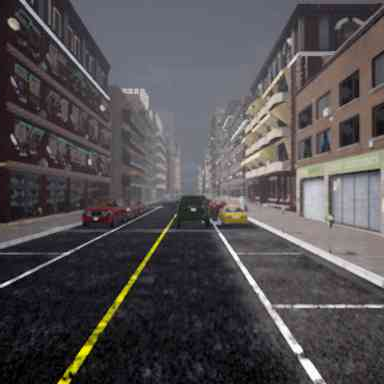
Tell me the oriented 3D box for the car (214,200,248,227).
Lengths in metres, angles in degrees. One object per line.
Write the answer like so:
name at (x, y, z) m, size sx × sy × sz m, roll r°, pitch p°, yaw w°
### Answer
car at (2.675, 1.478, 22.405) m, size 1.752 × 1.417 × 4.829 m, roll 0°, pitch 0°, yaw 0°

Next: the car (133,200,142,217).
car at (-5.709, 1.380, 27.869) m, size 1.967 × 1.590 × 4.097 m, roll 0°, pitch 0°, yaw 0°

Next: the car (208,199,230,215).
car at (2.667, 1.473, 33.508) m, size 1.887 × 1.381 × 4.507 m, roll 0°, pitch 0°, yaw 0°

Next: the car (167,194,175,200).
car at (-5.753, 1.343, 89.868) m, size 1.887 × 1.381 × 4.507 m, roll 0°, pitch 0°, yaw 0°

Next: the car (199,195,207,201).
car at (2.637, 1.350, 78.767) m, size 1.752 × 1.417 × 4.829 m, roll 0°, pitch 0°, yaw 0°

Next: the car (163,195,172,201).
car at (-5.745, 1.375, 78.595) m, size 2.008 × 1.369 × 4.403 m, roll 0°, pitch 0°, yaw 0°

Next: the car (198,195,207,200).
car at (2.632, 1.378, 84.233) m, size 1.947 × 1.339 × 4.313 m, roll 0°, pitch 0°, yaw 0°

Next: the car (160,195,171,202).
car at (-5.741, 1.389, 72.958) m, size 2.008 × 1.369 × 4.403 m, roll 0°, pitch 0°, yaw 0°

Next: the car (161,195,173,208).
car at (-3.033, 1.502, 45.524) m, size 1.895 × 1.301 × 4.718 m, roll 0°, pitch 0°, yaw 0°

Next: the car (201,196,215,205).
car at (2.652, 1.428, 56.052) m, size 2.008 × 1.369 × 4.403 m, roll 0°, pitch 0°, yaw 0°

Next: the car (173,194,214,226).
car at (0.082, 1.173, 22.998) m, size 2.150 × 2.045 × 5.566 m, roll 0°, pitch 0°, yaw 0°

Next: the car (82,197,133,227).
car at (-5.704, 1.267, 22.233) m, size 2.192 × 1.841 × 5.009 m, roll 0°, pitch 0°, yaw 0°

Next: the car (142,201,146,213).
car at (-5.713, 1.472, 33.506) m, size 1.887 × 1.381 × 4.507 m, roll 0°, pitch 0°, yaw 0°

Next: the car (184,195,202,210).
car at (0.070, 1.263, 41.163) m, size 2.097 × 1.767 × 4.553 m, roll 0°, pitch 0°, yaw 0°
